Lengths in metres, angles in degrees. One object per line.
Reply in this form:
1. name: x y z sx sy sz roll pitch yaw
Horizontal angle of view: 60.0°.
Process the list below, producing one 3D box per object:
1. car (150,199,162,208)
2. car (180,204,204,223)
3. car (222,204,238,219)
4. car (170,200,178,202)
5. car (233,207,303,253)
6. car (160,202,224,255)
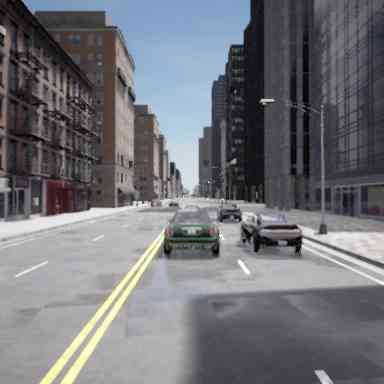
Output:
1. car: -6.600 2.112 61.653 2.128 1.511 4.902 0 -1 1
2. car: -0.017 1.850 29.323 1.994 1.385 4.181 0 -1 0
3. car: 3.232 1.793 29.311 1.837 1.490 4.892 0 0 0
4. car: -3.343 2.220 61.660 1.895 1.301 4.718 0 -1 1
5. car: 3.243 1.631 14.306 2.128 1.511 4.902 0 0 0
6. car: -0.009 1.486 14.081 2.097 1.767 4.553 0 -1 0
